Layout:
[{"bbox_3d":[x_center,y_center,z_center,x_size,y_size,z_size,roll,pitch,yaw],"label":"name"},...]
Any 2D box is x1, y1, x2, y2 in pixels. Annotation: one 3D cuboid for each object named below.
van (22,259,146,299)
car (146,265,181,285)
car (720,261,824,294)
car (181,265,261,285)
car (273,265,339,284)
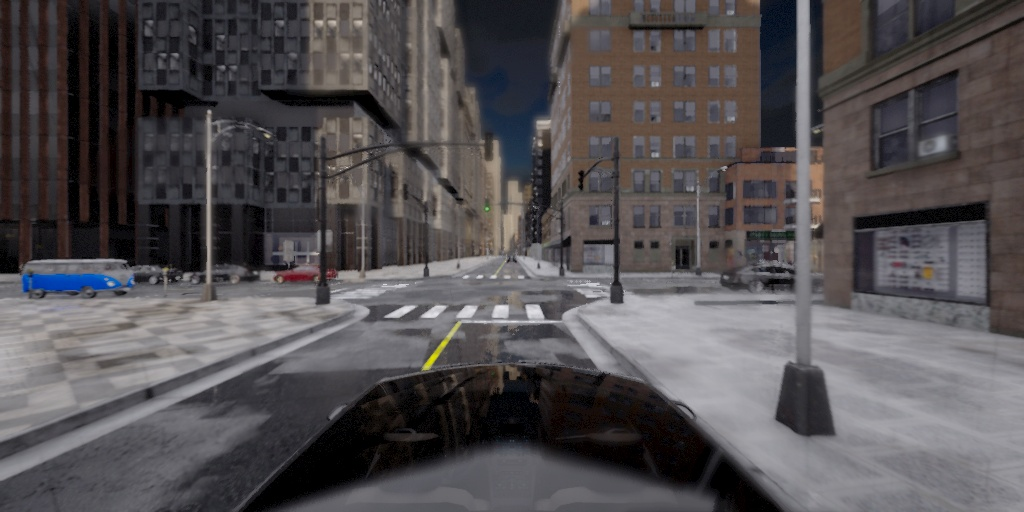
[{"bbox_3d":[-20.122,1.048,16.779,3.998,1.789,1.690,0,0,0],"label":"van"},{"bbox_3d":[-25.776,1.300,25.307,4.403,1.370,2.007,0,0,0],"label":"car"},{"bbox_3d":[12.103,1.039,16.763,4.313,1.339,1.948,0,0,0],"label":"car"},{"bbox_3d":[-20.127,1.276,25.304,4.313,1.339,1.948,0,0,0],"label":"car"},{"bbox_3d":[-14.478,1.252,25.301,4.207,1.307,1.802,0,0,0],"label":"car"}]
